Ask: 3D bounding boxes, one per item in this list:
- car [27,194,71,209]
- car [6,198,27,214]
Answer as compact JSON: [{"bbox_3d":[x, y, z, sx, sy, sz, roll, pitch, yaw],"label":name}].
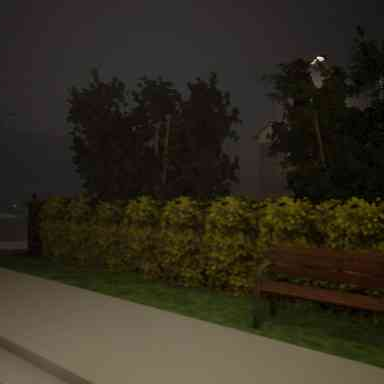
[{"bbox_3d":[-14.649,1.285,36.803,2.150,2.045,5.566,0,0,35],"label":"car"},{"bbox_3d":[-18.412,1.438,37.530,2.097,1.767,4.553,0,0,35],"label":"car"}]
